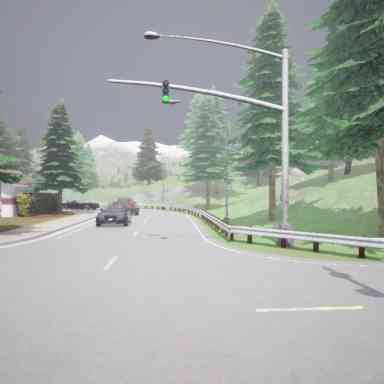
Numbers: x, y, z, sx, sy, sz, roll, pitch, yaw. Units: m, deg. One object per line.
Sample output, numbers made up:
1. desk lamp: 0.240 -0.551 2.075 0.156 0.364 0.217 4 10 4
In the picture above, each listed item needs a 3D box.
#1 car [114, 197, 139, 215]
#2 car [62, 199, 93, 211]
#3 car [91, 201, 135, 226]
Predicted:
1. car: -6.578 1.304 32.436 2.097 1.767 4.553 0 0 -22
2. car: -13.535 1.546 39.832 4.718 1.301 1.895 0 0 11
3. car: -5.249 1.529 22.700 1.994 1.385 4.181 0 0 -5
